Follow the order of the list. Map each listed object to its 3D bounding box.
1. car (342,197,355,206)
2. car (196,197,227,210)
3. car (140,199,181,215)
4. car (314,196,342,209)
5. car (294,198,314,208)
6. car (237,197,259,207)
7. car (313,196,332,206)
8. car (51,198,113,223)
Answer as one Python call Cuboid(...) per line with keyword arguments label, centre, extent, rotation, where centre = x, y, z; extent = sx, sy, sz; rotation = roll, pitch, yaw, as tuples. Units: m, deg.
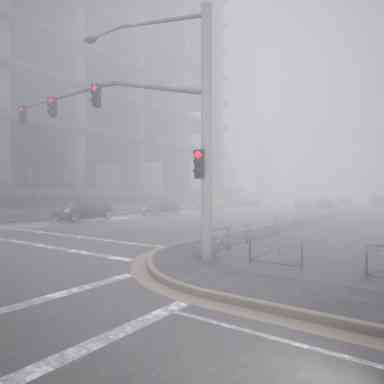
Cuboid(label="car", centre=(25.079, 1.510, 54.022), extent=(1.994, 1.385, 4.181), rotation=(0, 0, 35))
Cuboid(label="car", centre=(2.402, 1.424, 40.514), extent=(1.882, 1.535, 5.008), rotation=(0, 0, 36))
Cuboid(label="car", centre=(-3.050, 1.438, 32.828), extent=(2.128, 1.511, 4.902), rotation=(0, 0, 35))
Cuboid(label="car", centre=(18.154, 1.510, 44.248), extent=(1.994, 1.385, 4.181), rotation=(0, 0, 35))
Cuboid(label="car", centre=(16.117, 1.510, 47.424), extent=(1.994, 1.385, 4.181), rotation=(0, 0, 35))
Cuboid(label="car", centre=(8.265, 1.473, 48.728), extent=(1.812, 1.442, 4.674), rotation=(0, 0, 36))
Cuboid(label="car", centre=(21.865, 1.424, 55.538), extent=(1.882, 1.535, 5.008), rotation=(0, 0, 35))
Cuboid(label="car", centre=(-8.316, 1.299, 25.405), extent=(2.097, 1.767, 4.553), rotation=(0, 0, 36))
